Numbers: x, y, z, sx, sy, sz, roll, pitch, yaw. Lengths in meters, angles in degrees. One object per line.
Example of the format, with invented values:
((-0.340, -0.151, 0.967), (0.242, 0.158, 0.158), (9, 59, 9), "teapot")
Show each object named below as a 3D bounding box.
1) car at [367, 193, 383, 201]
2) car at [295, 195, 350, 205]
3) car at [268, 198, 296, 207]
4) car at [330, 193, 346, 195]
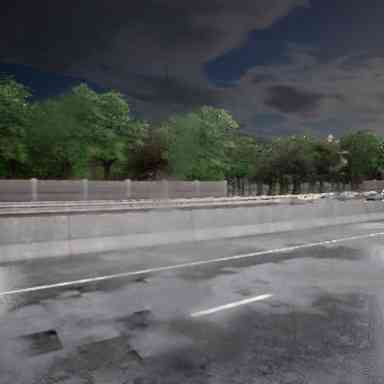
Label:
((26.910, 0.862, 47.601), (4.181, 1.385, 1.994), (-2, 1, -34), "car")
((11.489, 1.274, 28.981), (4.674, 1.442, 1.812), (-1, 1, -34), "car")
((9.245, 1.279, 31.690), (4.674, 1.442, 1.812), (-1, 1, -34), "car")
((20.249, 0.928, 46.588), (4.902, 1.511, 2.128), (-2, 1, -37), "car")
